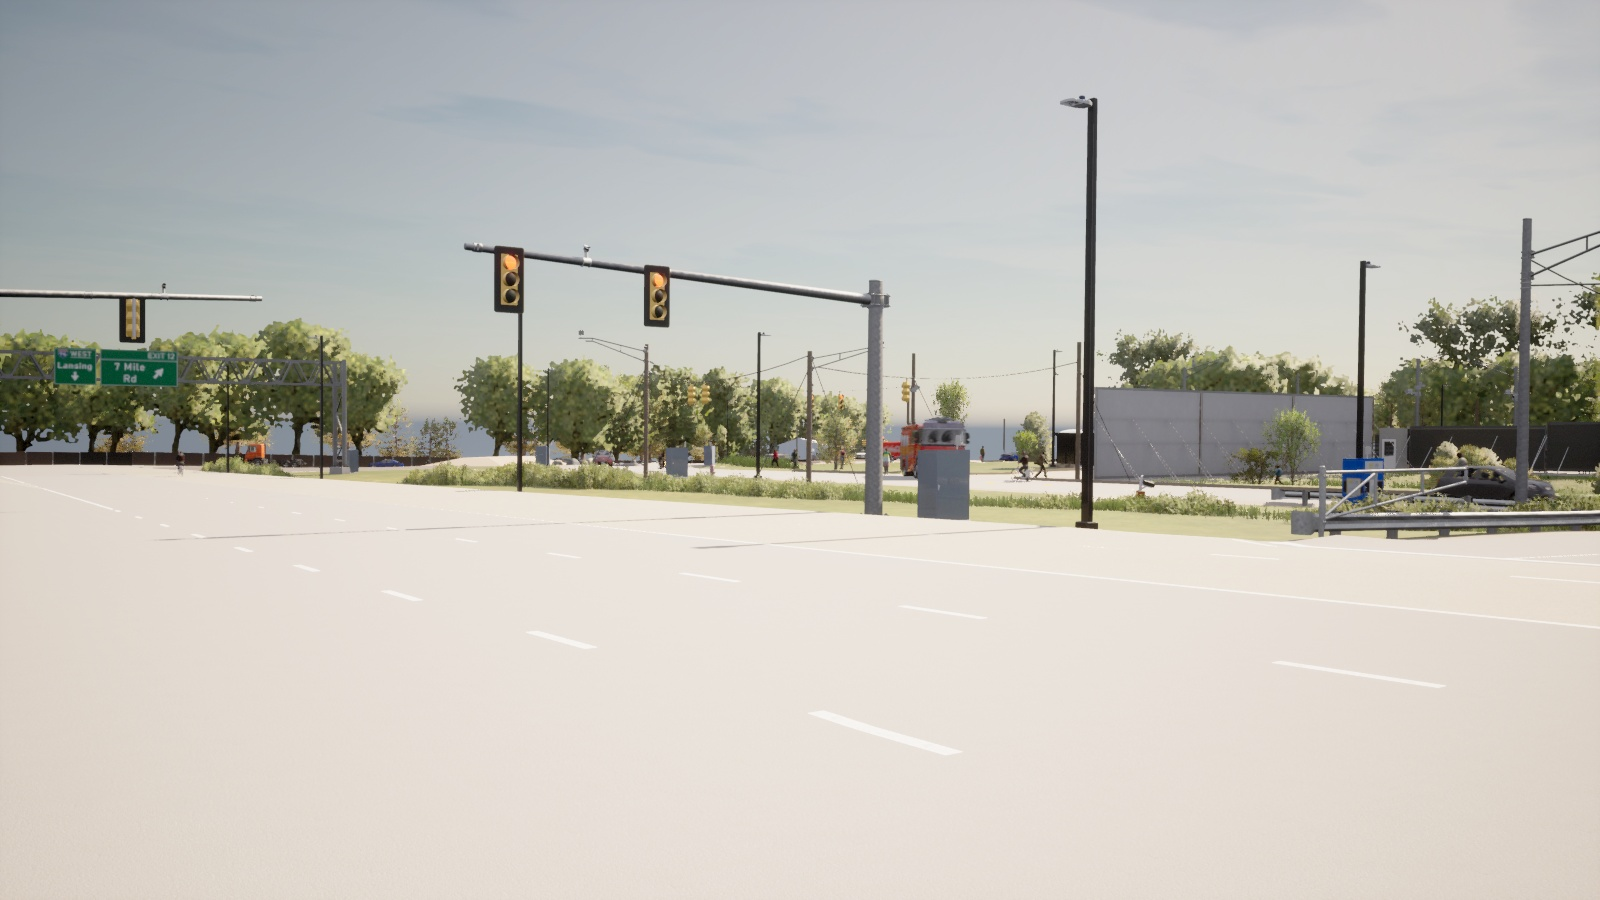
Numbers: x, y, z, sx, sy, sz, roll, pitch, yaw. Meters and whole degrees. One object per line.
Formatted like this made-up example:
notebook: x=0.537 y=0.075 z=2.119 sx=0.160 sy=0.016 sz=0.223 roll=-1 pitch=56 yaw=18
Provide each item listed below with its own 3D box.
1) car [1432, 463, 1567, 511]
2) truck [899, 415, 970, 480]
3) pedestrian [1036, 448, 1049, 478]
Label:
car: x=24.139 y=1.237 z=43.405 sx=1.845 sy=1.501 sz=3.633 roll=-1 pitch=1 yaw=-34
truck: x=8.367 y=-0.153 z=79.167 sx=2.891 sy=3.827 sz=8.468 roll=1 pitch=0 yaw=-4
pedestrian: x=15.450 y=0.823 z=79.931 sx=0.692 sy=1.930 sz=0.396 roll=0 pitch=1 yaw=-18
